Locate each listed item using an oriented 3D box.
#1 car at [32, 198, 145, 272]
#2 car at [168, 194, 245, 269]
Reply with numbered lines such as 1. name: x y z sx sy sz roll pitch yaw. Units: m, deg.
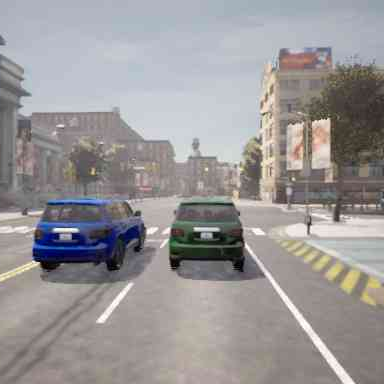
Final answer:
1. car: -3.023 1.210 10.948 2.150 2.045 5.566 0 0 3
2. car: 0.500 1.217 11.265 2.150 2.045 5.566 0 0 3
